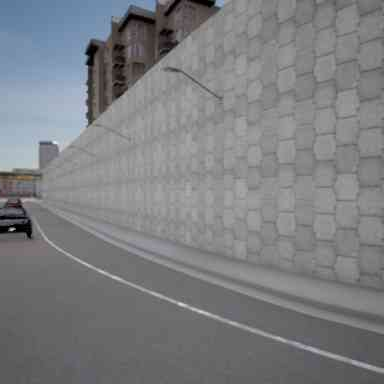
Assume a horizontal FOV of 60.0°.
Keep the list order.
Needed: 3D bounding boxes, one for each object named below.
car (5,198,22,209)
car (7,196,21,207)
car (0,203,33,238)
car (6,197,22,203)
[{"bbox_3d":[-27.144,1.743,50.627,2.128,1.511,4.902,0,0,-28],"label":"car"},{"bbox_3d":[-31.954,1.667,59.805,2.097,1.767,4.553,0,0,-28],"label":"car"},{"bbox_3d":[-9.739,1.582,17.928,2.128,1.511,4.902,0,0,-29],"label":"car"},{"bbox_3d":[-22.274,1.711,41.431,1.837,1.490,4.892,0,0,-27],"label":"car"}]
